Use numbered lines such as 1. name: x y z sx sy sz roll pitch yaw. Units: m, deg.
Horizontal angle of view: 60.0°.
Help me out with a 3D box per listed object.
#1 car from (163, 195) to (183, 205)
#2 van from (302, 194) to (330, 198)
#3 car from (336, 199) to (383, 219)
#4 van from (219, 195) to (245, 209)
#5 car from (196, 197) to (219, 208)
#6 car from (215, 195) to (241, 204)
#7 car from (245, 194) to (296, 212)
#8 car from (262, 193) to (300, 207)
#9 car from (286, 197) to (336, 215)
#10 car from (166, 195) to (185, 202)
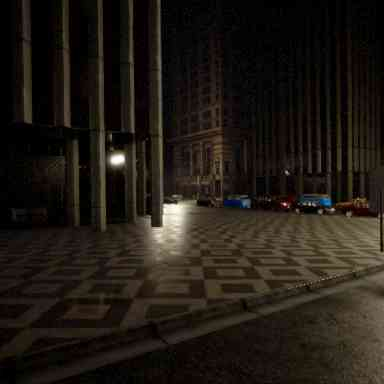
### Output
1. car: -4.017 1.438 55.800 2.008 1.369 4.403 -1 1 -36
2. van: 15.827 1.178 42.837 1.690 1.788 3.998 -1 1 -36
3. car: 15.358 1.567 28.899 1.887 1.381 4.507 -1 1 -36
4. van: 5.668 1.294 42.348 1.690 1.788 3.998 -1 1 -36
5. car: 2.441 1.371 46.832 1.967 1.590 4.097 -1 1 -36
6. car: 6.047 1.296 56.429 1.752 1.417 4.829 -1 1 -36
7. car: 8.898 1.290 37.864 2.192 1.841 5.009 -1 1 -36
8. car: 12.599 1.130 47.321 2.192 1.841 5.009 -1 1 -36
9. car: 12.129 1.549 33.383 2.008 1.369 4.403 -1 1 -36
10. car: -3.535 1.256 69.745 2.008 1.369 4.403 -1 1 -36
